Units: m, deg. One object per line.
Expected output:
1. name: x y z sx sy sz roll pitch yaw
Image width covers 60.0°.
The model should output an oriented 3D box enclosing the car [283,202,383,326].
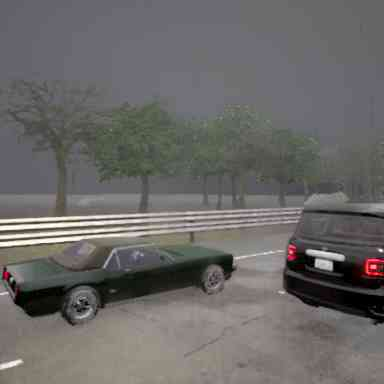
1. car: 4.254 1.236 6.784 5.566 2.045 2.150 0 0 -36

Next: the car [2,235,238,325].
1. car: -1.273 1.607 7.137 4.718 1.301 1.895 0 0 -36
